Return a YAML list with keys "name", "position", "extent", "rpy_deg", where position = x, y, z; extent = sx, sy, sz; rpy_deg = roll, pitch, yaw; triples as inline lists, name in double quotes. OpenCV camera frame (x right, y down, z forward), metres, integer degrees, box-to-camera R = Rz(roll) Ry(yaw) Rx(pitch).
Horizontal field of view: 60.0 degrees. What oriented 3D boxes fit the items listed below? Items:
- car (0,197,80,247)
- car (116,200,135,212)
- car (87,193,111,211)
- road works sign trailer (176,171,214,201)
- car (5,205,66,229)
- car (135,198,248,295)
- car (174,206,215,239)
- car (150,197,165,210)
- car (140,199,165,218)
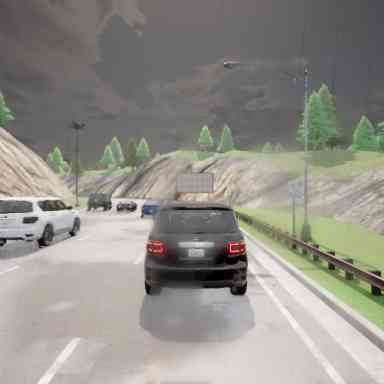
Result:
- name: "car"
  position: [-6.917, 1.225, 15.076]
  extent: [2.150, 2.045, 5.566]
  rpy_deg: [0, 0, 0]
- name: "car"
  position: [-7.491, 1.605, 38.426]
  extent: [1.895, 1.301, 4.718]
  rpy_deg: [0, 0, -5]
- name: "car"
  position: [-11.197, 1.216, 40.474]
  extent: [2.150, 2.045, 5.566]
  rpy_deg: [0, -1, -6]
- name: "road works sign trailer"
  position: [0.190, 0.467, 21.564]
  extent: [2.380, 3.560, 2.880]
  rpy_deg: [0, 0, 0]
- name: "car"
  position: [-10.430, 1.603, 22.624]
  extent: [1.895, 1.301, 4.718]
  rpy_deg: [0, 0, 0]
- name: "car"
  position: [0.089, 1.222, 8.845]
  extent: [2.150, 2.045, 5.566]
  rpy_deg: [0, 0, 0]
- name: "car"
  position: [0.112, 1.561, 18.068]
  extent: [1.994, 1.385, 4.181]
  rpy_deg: [0, 0, 0]
- name: "car"
  position: [-4.604, 1.509, 44.005]
  extent: [1.837, 1.490, 4.892]
  rpy_deg: [0, 0, -7]
- name: "car"
  position: [-3.563, 1.481, 30.892]
  extent: [1.882, 1.535, 5.008]
  rpy_deg: [0, 0, -2]
